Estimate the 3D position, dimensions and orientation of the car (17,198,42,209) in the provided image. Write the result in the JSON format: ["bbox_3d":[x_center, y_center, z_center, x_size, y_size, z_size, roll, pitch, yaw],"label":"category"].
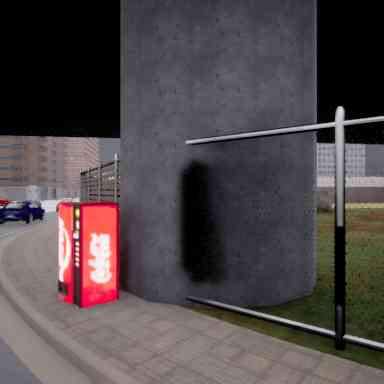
[{"bbox_3d":[-22.650,1.601,46.554,1.994,1.385,4.181,0,0,-8],"label":"car"}]

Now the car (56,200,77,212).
[{"bbox_3d":[-14.461,1.564,39.033,1.994,1.385,4.181,0,0,-8],"label":"car"}]

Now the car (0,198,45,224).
[{"bbox_3d":[-12.458,1.478,24.643,1.882,1.535,5.008,0,0,-8],"label":"car"}]

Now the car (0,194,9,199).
[{"bbox_3d":[-25.762,1.224,43.283,2.150,2.045,5.566,0,0,-7],"label":"car"}]

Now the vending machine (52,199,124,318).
[{"bbox_3d":[-2.071,1.195,6.635,1.100,2.100,0.880,0,0,-41],"label":"vending machine"}]
